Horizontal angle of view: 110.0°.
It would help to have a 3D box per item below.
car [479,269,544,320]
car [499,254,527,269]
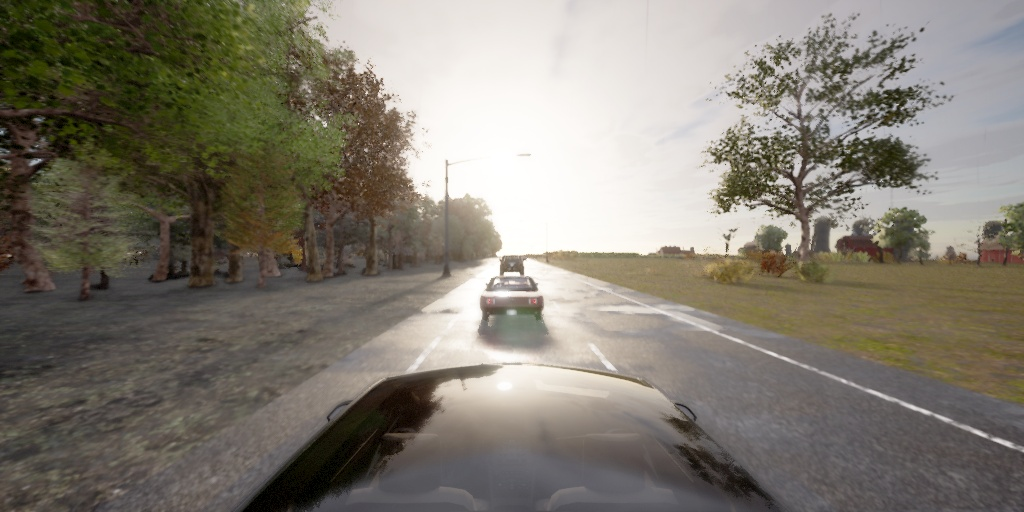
[{"bbox_3d":[-0.001,1.309,12.419,1.895,1.301,4.718,0,0,0],"label":"car"},{"bbox_3d":[-0.001,0.842,32.698,2.150,2.045,5.566,0,0,0],"label":"car"}]
